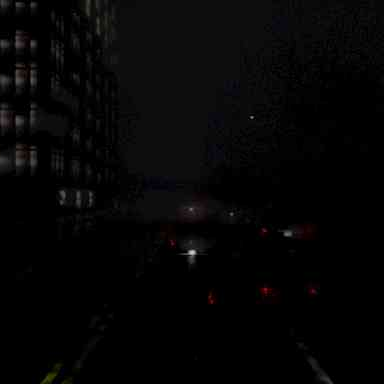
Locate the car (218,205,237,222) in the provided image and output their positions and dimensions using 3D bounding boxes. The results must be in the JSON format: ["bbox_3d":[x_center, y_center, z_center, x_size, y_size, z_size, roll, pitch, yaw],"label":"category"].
[{"bbox_3d":[3.281,1.839,28.531,1.994,1.385,4.181,0,0,1],"label":"car"}]

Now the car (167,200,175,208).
[{"bbox_3d":[-3.256,2.119,57.549,1.994,1.385,4.181,0,-1,1],"label":"car"}]

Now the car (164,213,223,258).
[{"bbox_3d":[0.024,1.729,13.246,1.895,1.301,4.718,0,-1,0],"label":"car"}]

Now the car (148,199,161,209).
[{"bbox_3d":[-6.505,2.048,57.535,2.128,1.511,4.902,0,-1,1],"label":"car"}]

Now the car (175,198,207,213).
[{"bbox_3d":[0.022,1.491,27.581,2.150,2.045,5.566,0,0,0],"label":"car"}]

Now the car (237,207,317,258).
[{"bbox_3d":[3.277,1.481,13.418,2.097,1.767,4.553,0,-1,0],"label":"car"}]
